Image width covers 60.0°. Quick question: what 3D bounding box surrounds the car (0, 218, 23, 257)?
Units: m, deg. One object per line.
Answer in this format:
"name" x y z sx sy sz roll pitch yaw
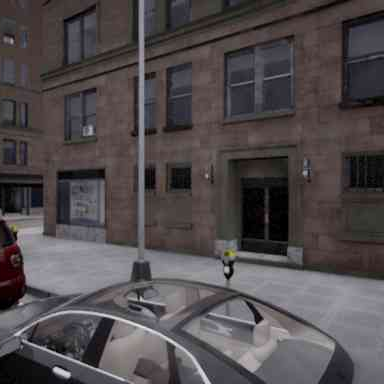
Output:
"car" -5.209 1.307 6.352 5.009 1.841 2.192 0 0 34

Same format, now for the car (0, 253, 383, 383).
"car" -0.515 1.548 3.150 4.403 1.369 2.008 0 0 34
